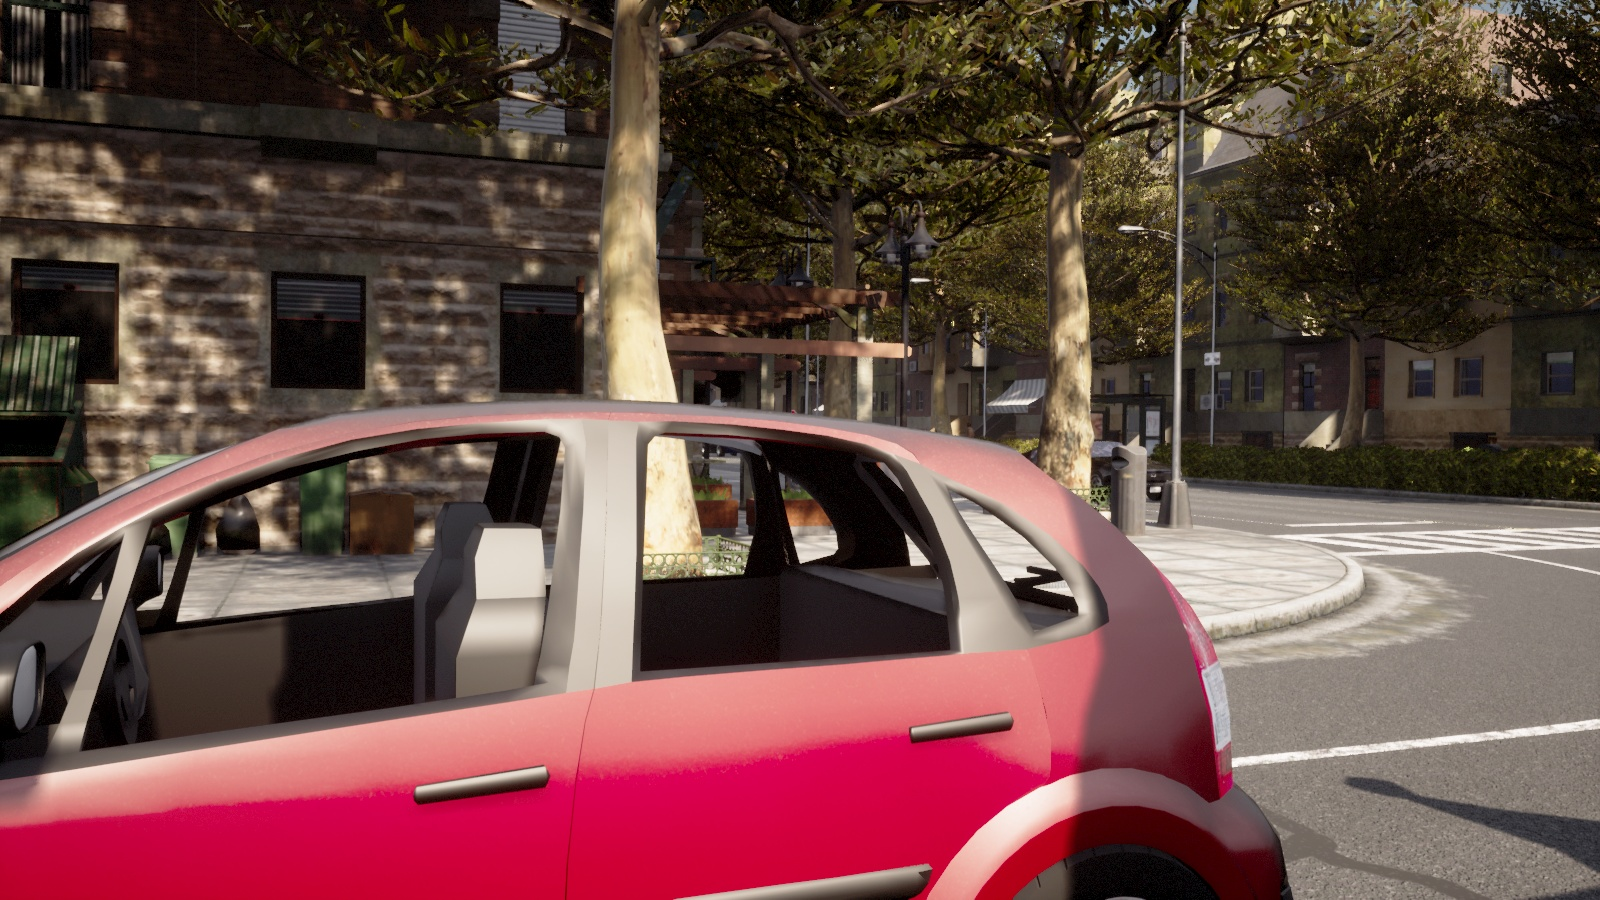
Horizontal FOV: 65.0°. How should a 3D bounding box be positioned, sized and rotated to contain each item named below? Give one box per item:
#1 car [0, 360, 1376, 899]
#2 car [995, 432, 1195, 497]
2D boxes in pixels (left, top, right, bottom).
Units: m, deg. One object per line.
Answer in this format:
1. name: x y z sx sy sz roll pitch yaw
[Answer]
1. car: -0.947 0.660 2.878 3.988 1.617 1.851 -1 1 -21
2. car: 6.935 0.280 30.226 2.033 1.411 5.357 -1 1 -21
